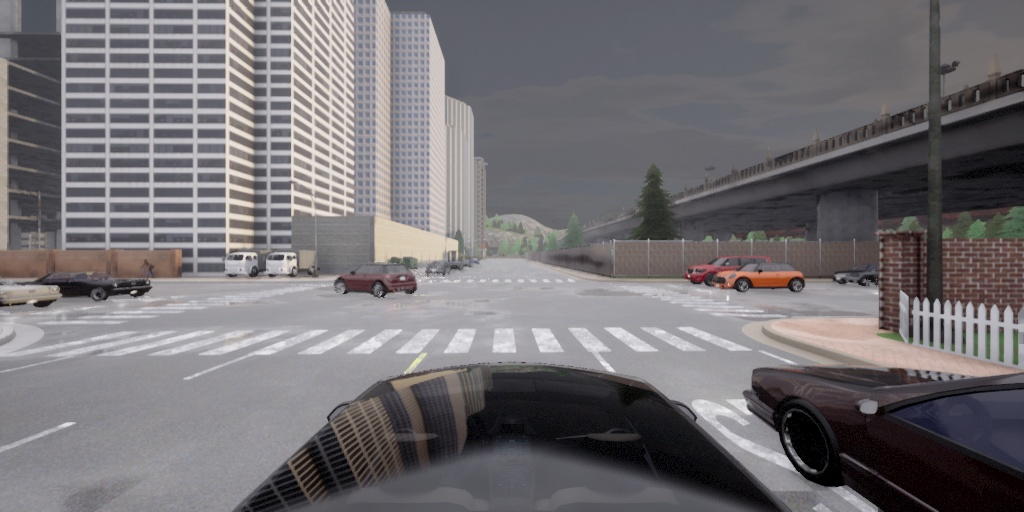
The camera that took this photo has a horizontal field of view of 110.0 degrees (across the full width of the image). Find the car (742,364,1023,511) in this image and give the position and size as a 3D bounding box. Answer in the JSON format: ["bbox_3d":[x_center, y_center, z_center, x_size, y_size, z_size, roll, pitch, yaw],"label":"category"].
[{"bbox_3d":[3.459,1.298,1.540,2.033,1.411,5.357,0,0,1],"label":"car"}]

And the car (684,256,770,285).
[{"bbox_3d":[14.787,1.013,24.394,5.566,2.045,2.150,0,0,0],"label":"car"}]

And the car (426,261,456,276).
[{"bbox_3d":[-7.434,1.219,36.504,2.128,1.511,4.902,0,0,-1],"label":"car"}]

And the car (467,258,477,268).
[{"bbox_3d":[-7.620,1.260,59.926,2.033,1.411,5.357,0,0,1],"label":"car"}]

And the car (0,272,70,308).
[{"bbox_3d":[-20.157,1.399,13.401,4.718,1.301,1.895,0,0,-1],"label":"car"}]

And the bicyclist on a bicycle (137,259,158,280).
[{"bbox_3d":[-29.289,1.089,28.808,0.582,1.620,1.656,0,0,0],"label":"bicyclist on a bicycle"}]

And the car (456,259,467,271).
[{"bbox_3d":[-7.543,1.321,47.627,1.895,1.301,4.718,0,0,0],"label":"car"}]

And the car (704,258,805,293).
[{"bbox_3d":[14.207,1.145,20.889,4.553,1.767,2.097,0,0,0],"label":"car"}]

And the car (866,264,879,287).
[{"bbox_3d":[24.523,1.341,20.976,5.357,1.411,2.033,0,0,-1],"label":"car"}]

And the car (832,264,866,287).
[{"bbox_3d":[24.754,1.283,24.481,4.902,1.511,2.128,0,0,0],"label":"car"}]

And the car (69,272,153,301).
[{"bbox_3d":[-20.059,1.396,16.902,4.718,1.301,1.895,0,0,-1],"label":"car"}]

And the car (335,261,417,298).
[{"bbox_3d":[-7.175,1.132,18.702,4.553,1.767,2.097,0,0,32],"label":"car"}]
